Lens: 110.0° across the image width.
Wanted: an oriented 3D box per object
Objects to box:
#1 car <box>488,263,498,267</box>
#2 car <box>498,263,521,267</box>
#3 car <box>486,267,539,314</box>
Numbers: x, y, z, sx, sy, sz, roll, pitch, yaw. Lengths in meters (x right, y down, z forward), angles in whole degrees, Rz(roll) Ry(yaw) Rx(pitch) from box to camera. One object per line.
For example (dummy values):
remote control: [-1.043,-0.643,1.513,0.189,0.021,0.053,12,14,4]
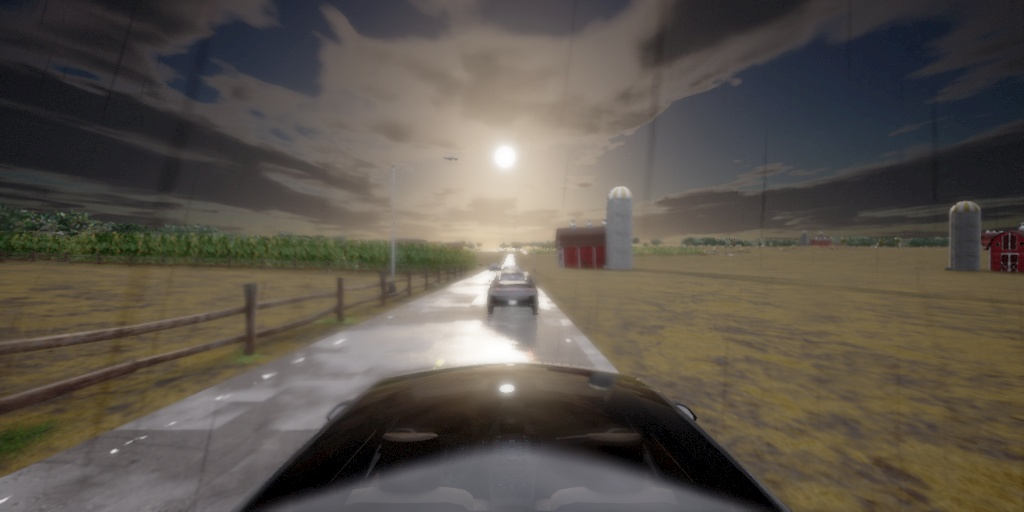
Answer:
car: [-2.817,1.890,59.383,1.882,1.535,5.008,0,-1,0]
car: [0.050,1.497,30.503,1.882,1.535,5.008,0,0,0]
car: [0.042,1.344,14.257,2.128,1.511,4.902,0,0,0]
